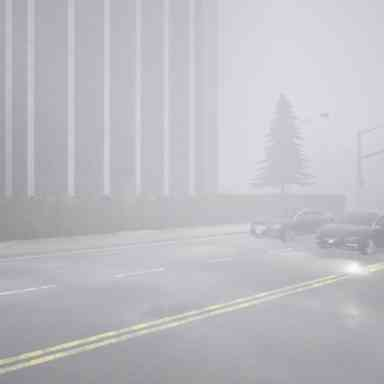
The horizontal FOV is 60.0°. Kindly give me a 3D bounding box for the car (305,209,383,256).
[{"bbox_3d":[6.899,1.504,13.187,4.892,1.490,1.837,0,0,-35],"label":"car"}]

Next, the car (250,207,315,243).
[{"bbox_3d":[4.935,1.491,16.085,4.902,1.511,2.128,0,0,-35],"label":"car"}]
